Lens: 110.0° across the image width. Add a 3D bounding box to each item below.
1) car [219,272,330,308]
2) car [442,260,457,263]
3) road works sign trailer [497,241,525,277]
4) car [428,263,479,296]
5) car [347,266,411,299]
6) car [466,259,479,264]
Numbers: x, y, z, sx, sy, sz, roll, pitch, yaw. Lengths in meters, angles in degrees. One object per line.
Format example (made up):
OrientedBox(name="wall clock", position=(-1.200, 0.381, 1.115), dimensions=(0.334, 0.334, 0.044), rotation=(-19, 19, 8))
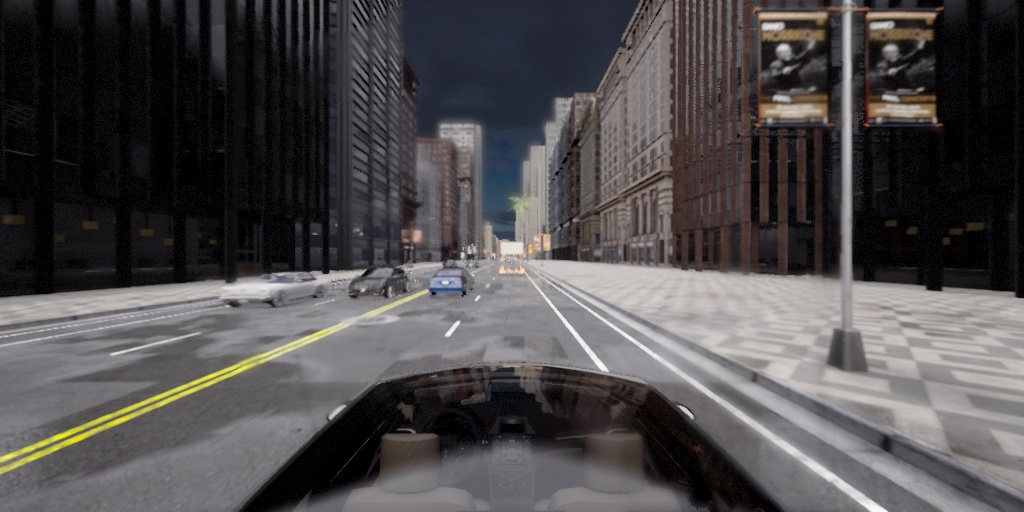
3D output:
OrientedBox(name="car", position=(-9.855, 1.364, 15.377), dimensions=(1.895, 1.301, 4.718), rotation=(0, 0, 0))
OrientedBox(name="car", position=(-9.821, 1.327, 56.614), dimensions=(1.837, 1.490, 4.892), rotation=(0, 0, 0))
OrientedBox(name="road works sign trailer", position=(-0.010, 0.255, 36.256), dimensions=(2.380, 3.560, 2.880), rotation=(0, 0, 0))
OrientedBox(name="car", position=(-3.155, 1.315, 19.474), dimensions=(2.033, 1.411, 5.357), rotation=(0, 0, 0))
OrientedBox(name="car", position=(-6.604, 1.271, 18.319), dimensions=(1.837, 1.490, 4.892), rotation=(0, 0, 0))
OrientedBox(name="car", position=(-6.560, 1.321, 59.629), dimensions=(2.128, 1.511, 4.902), rotation=(0, 0, 1))
